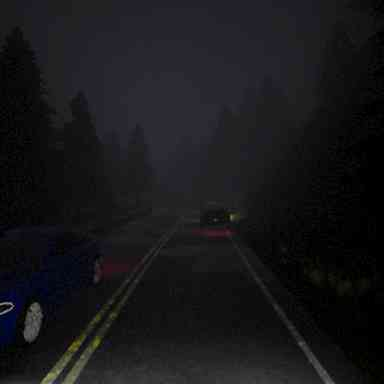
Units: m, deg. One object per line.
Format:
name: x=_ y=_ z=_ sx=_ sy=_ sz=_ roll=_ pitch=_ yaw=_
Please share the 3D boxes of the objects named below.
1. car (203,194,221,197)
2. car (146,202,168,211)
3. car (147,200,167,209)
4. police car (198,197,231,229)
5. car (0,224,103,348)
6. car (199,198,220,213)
car: x=1.882 y=1.207 z=31.791 sx=2.150 sy=2.045 sz=5.566 roll=0 pitch=0 yaw=2
car: x=-6.174 y=2.543 z=58.120 sx=1.994 sy=1.385 sz=4.181 roll=4 pitch=-7 yaw=-38
car: x=-5.821 y=1.936 z=50.745 sx=1.895 sy=1.301 sz=4.718 roll=2 pitch=-4 yaw=-25
police car: x=1.462 y=1.410 z=21.838 sx=1.930 sy=1.638 sz=5.238 roll=0 pitch=0 yaw=2
car: x=-3.224 y=1.476 z=6.500 sx=1.882 sy=1.535 sz=5.008 roll=0 pitch=0 yaw=1
car: x=1.925 y=1.507 z=38.047 sx=1.837 sy=1.490 sz=4.892 roll=0 pitch=0 yaw=-4
